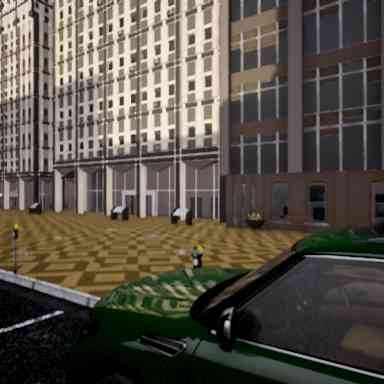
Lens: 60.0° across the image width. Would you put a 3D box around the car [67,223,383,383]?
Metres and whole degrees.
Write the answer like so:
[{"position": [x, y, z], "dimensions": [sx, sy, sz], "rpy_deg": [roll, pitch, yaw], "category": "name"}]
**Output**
[{"position": [1.510, 1.228, 2.310], "dimensions": [5.566, 2.045, 2.150], "rpy_deg": [0, 0, 35], "category": "car"}]
